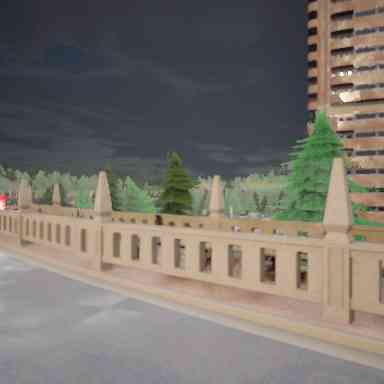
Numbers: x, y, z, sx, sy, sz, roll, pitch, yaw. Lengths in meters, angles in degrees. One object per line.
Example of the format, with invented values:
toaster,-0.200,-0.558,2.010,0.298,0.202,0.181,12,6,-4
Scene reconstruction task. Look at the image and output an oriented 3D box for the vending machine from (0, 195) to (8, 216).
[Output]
vending machine,-19.167,1.314,33.519,1.100,2.100,0.880,0,0,-27
